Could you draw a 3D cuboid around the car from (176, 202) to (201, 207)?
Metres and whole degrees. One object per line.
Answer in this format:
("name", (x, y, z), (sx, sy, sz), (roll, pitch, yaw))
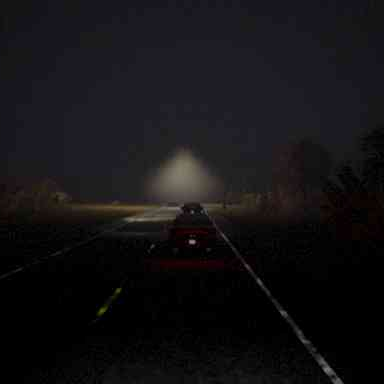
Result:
("car", (0.031, 1.661, 28.427), (2.097, 1.767, 4.553), (0, -1, 0))

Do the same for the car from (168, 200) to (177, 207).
("car", (-3.507, 2.285, 64.607), (1.994, 1.385, 4.181), (0, -1, 1))

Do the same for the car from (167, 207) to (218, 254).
("car", (0.031, 1.632, 14.249), (1.882, 1.535, 5.008), (0, 0, 0))
